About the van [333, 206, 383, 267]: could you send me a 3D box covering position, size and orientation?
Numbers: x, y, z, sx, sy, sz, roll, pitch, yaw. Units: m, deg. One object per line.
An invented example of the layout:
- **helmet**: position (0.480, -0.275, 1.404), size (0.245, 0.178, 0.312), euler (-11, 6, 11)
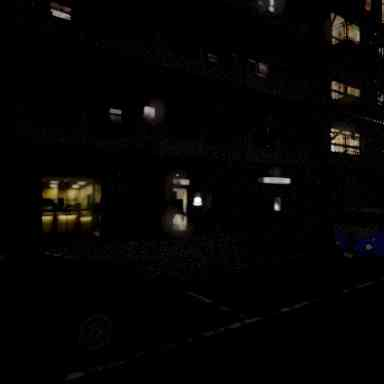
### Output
- **van**: position (6.367, 1.367, 11.096), size (3.998, 1.788, 1.690), euler (0, 0, -36)

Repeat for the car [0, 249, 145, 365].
- **car**: position (-2.851, 1.545, 4.519), size (4.507, 1.381, 1.887), euler (0, 0, -36)
